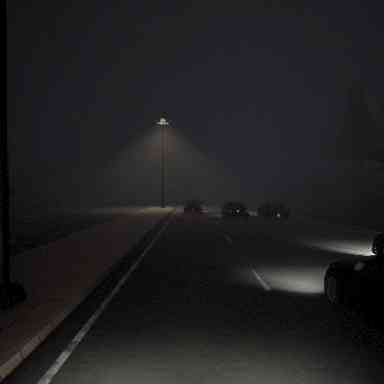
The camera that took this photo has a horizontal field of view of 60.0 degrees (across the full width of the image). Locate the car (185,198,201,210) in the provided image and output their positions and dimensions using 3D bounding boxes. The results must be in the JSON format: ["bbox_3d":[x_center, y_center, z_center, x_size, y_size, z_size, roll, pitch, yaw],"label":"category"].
[{"bbox_3d":[0.094,1.564,43.603,1.994,1.385,4.181,0,0,0],"label":"car"}]

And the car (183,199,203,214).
[{"bbox_3d":[0.094,1.526,34.632,1.812,1.442,4.674,0,0,0],"label":"car"}]

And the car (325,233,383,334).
[{"bbox_3d":[3.598,1.526,4.849,1.812,1.442,4.674,0,0,0],"label":"car"}]

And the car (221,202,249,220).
[{"bbox_3d":[3.600,1.547,28.443,2.033,1.411,5.357,0,0,0],"label":"car"}]

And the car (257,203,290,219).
[{"bbox_3d":[7.100,1.601,29.479,1.895,1.301,4.718,0,0,0],"label":"car"}]
